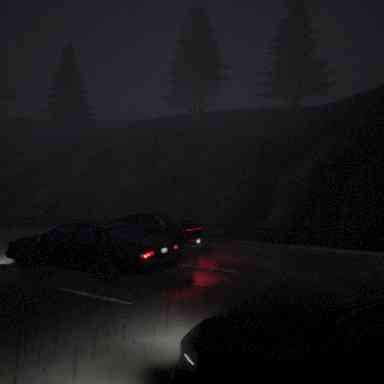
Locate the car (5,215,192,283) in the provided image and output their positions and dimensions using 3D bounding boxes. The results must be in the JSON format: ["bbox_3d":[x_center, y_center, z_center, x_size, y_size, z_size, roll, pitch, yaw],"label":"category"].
[{"bbox_3d":[-2.917,1.519,9.546,5.357,1.411,2.033,0,0,27],"label":"car"}]

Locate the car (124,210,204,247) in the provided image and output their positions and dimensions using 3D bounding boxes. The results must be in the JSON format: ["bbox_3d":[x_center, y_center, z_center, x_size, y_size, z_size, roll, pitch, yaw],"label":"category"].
[{"bbox_3d":[-1.911,1.467,12.830,4.892,1.490,1.837,0,0,28],"label":"car"}]

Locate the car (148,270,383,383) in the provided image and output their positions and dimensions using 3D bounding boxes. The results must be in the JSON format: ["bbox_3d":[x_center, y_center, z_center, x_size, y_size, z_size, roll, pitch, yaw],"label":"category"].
[{"bbox_3d":[1.986,1.518,2.430,4.674,1.442,1.812,0,0,35],"label":"car"}]
